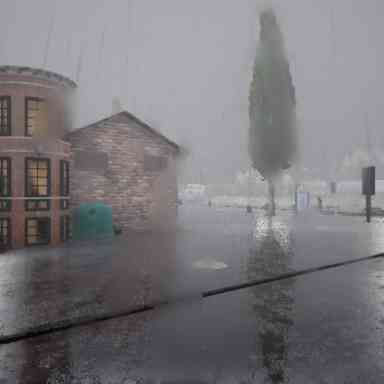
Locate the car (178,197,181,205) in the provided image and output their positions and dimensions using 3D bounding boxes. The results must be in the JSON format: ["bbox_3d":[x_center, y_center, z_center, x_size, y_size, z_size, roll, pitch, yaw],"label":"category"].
[{"bbox_3d":[-3.882,1.352,59.901,2.097,1.767,4.553,0,0,-36],"label":"car"}]

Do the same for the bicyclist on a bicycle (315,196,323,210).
[{"bbox_3d":[15.376,1.349,40.196,1.656,1.620,0.582,0,0,-36],"label":"bicyclist on a bicycle"}]
